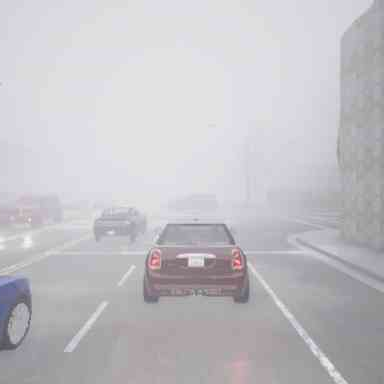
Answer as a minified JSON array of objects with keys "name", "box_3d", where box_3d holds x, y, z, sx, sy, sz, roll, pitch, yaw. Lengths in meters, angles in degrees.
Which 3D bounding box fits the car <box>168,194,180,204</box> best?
[{"name":"car","box_3d":[-3.365,1.319,62.884,2.097,1.767,4.553,0,0,0]}]

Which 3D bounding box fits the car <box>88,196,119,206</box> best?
[{"name":"car","box_3d":[-10.578,1.543,39.953,1.994,1.385,4.181,0,0,0]}]

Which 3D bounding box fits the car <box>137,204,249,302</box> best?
[{"name":"car","box_3d":[0.088,1.348,8.396,2.097,1.767,4.553,0,0,0]}]

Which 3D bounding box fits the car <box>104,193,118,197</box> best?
[{"name":"car","box_3d":[-14.050,1.192,56.923,2.150,2.045,5.566,0,0,0]}]

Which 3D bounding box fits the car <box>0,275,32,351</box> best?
[{"name":"car","box_3d":[-3.397,1.476,3.149,1.882,1.535,5.008,0,0,0]}]

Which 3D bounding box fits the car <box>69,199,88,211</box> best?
[{"name":"car","box_3d":[-14.077,1.526,40.969,2.033,1.411,5.357,0,0,0]}]

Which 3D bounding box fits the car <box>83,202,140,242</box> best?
[{"name":"car","box_3d":[-3.389,1.483,16.372,2.128,1.511,4.902,0,0,0]}]

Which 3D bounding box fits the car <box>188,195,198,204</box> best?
[{"name":"car","box_3d":[0.134,1.444,65.362,1.882,1.535,5.008,0,0,0]}]

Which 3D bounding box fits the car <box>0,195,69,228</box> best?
[{"name":"car","box_3d":[-10.587,1.210,22.374,2.150,2.045,5.566,0,0,0]}]

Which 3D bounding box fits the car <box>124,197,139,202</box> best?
[{"name":"car","box_3d":[-10.544,1.517,57.997,2.033,1.411,5.357,0,0,0]}]

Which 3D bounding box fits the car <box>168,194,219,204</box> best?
[{"name":"car","box_3d":[0.174,1.203,35.910,5.566,2.045,2.150,0,1,16]}]

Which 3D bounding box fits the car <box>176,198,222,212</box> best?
[{"name":"car","box_3d":[0.776,1.526,40.138,5.357,1.411,2.033,0,0,36]}]
